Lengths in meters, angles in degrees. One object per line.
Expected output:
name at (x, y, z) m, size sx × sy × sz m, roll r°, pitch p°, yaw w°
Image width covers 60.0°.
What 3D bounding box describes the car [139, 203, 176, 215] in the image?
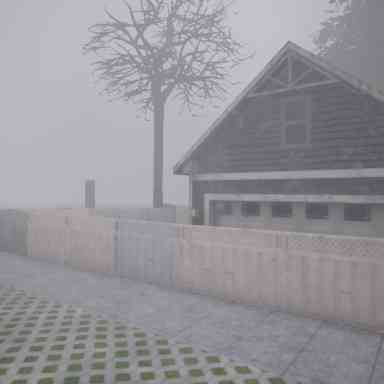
car at (-3.175, 1.850, 33.554) m, size 1.882 × 1.535 × 5.008 m, roll 0°, pitch -1°, yaw 35°
